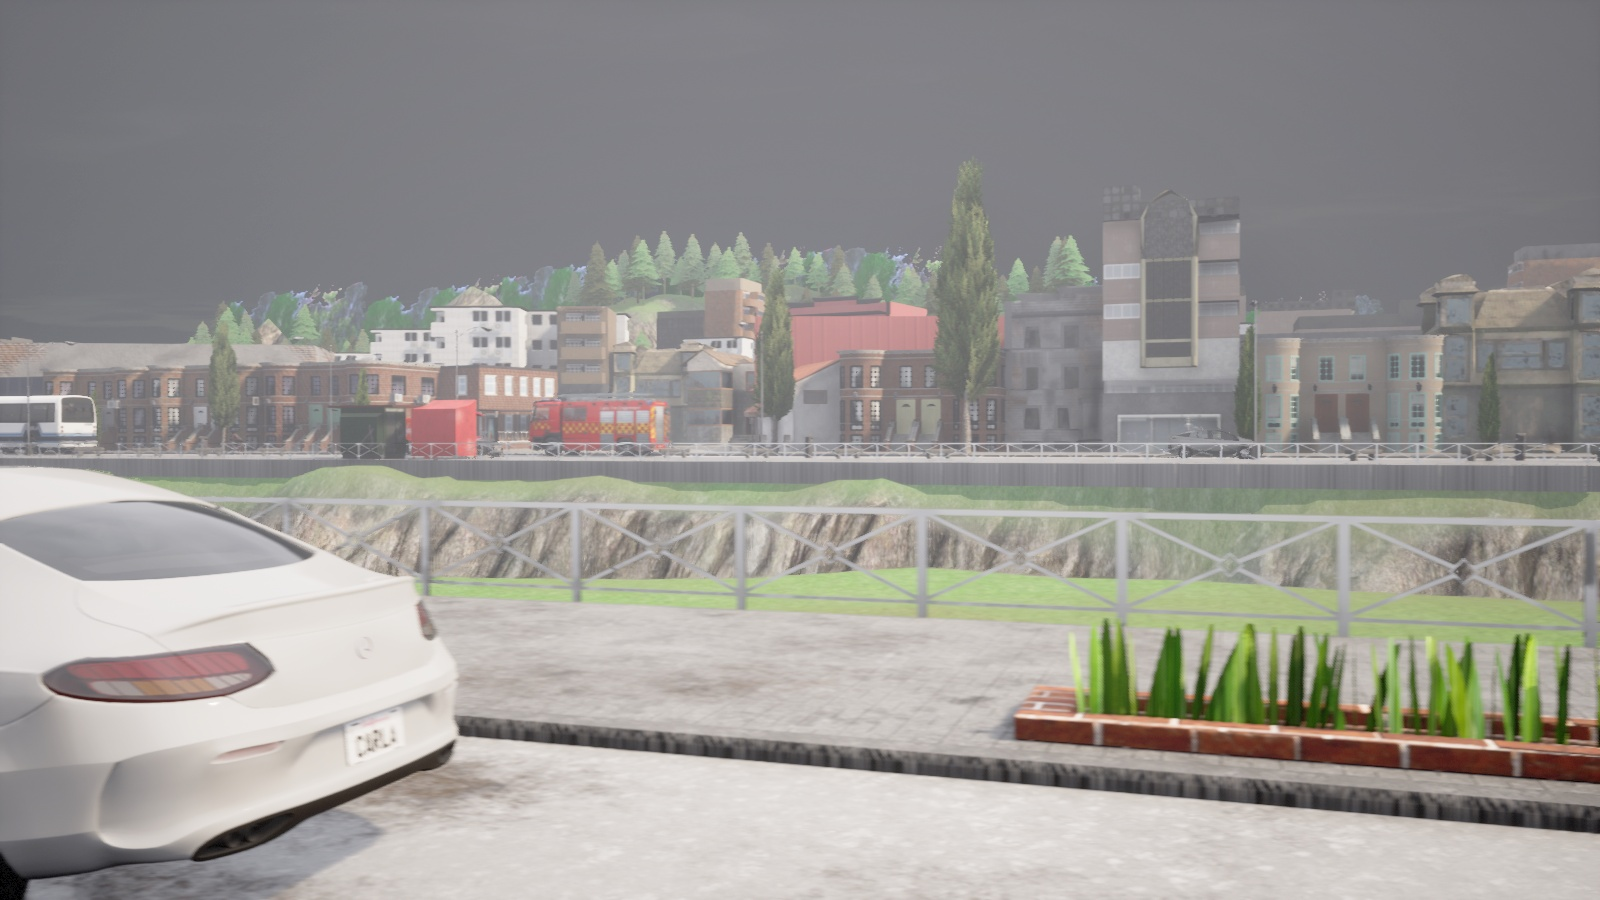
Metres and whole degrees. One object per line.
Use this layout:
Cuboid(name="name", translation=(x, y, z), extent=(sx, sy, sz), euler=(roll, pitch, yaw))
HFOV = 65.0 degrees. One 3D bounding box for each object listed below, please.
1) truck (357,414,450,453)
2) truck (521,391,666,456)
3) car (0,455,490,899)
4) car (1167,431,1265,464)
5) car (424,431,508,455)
Cuboid(name="truck", translation=(-25.797, -1.066, 81.709), extent=(5.204, 2.467, 2.627), euler=(1, 1, 19))
Cuboid(name="truck", translation=(-12.710, -1.624, 77.300), extent=(8.468, 3.827, 2.891), euler=(1, 1, 19))
Cuboid(name="car", translation=(-3.763, 0.758, 4.988), extent=(4.674, 1.442, 1.812), euler=(1, 1, 19))
Cuboid(name="car", translation=(20.505, -0.141, 61.934), extent=(4.514, 1.525, 2.007), euler=(1, 1, 19))
Cuboid(name="car", translation=(-20.089, -0.434, 75.579), extent=(4.674, 1.442, 1.812), euler=(1, 1, 19))
